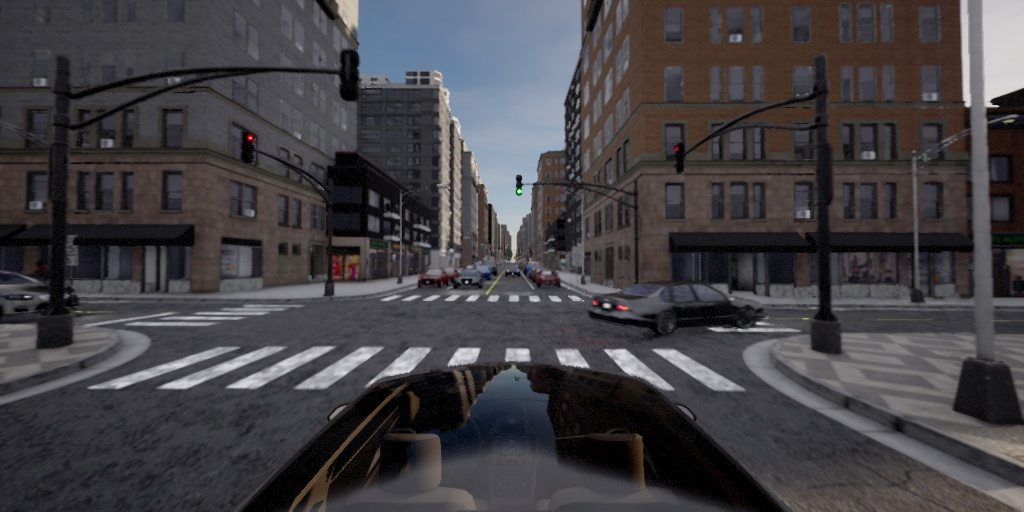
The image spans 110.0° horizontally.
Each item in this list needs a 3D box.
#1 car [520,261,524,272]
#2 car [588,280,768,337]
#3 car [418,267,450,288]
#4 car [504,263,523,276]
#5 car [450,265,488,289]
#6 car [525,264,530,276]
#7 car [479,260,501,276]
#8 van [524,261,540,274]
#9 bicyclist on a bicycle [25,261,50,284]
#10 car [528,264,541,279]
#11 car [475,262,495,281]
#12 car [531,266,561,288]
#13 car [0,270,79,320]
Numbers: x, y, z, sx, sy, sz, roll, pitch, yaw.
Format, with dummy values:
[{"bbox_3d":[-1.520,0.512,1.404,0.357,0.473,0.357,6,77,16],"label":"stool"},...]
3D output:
[{"bbox_3d":[2.671,1.666,49.824,2.192,1.841,5.009,0,0,0],"label":"car"},{"bbox_3d":[4.927,1.438,10.616,5.357,1.411,2.033,1,-2,-21],"label":"car"},{"bbox_3d":[-5.856,1.611,27.141,1.888,1.381,4.507,0,0,0],"label":"car"},{"bbox_3d":[0.102,1.907,46.244,1.895,1.301,4.718,0,-1,0],"label":"car"},{"bbox_3d":[-3.105,1.622,26.471,1.994,1.385,4.181,0,-1,-1],"label":"car"},{"bbox_3d":[2.670,1.790,38.478,1.802,1.307,4.207,0,0,0],"label":"car"},{"bbox_3d":[-3.033,1.539,47.204,2.150,2.045,5.566,0,-1,0],"label":"car"},{"bbox_3d":[2.671,1.621,44.151,1.690,1.789,3.998,0,0,0],"label":"van"},{"bbox_3d":[-23.011,1.096,17.597,0.582,1.620,1.656,0,-1,0],"label":"bicyclist on a bicycle"},{"bbox_3d":[2.670,1.719,32.805,1.802,1.307,4.207,0,0,0],"label":"car"},{"bbox_3d":[-3.088,1.661,36.505,1.882,1.535,5.008,0,-1,0],"label":"car"},{"bbox_3d":[2.670,1.648,27.132,1.802,1.307,4.207,0,0,0],"label":"car"},{"bbox_3d":[-16.759,1.203,11.316,4.902,1.511,2.128,1,-1,1],"label":"car"}]
